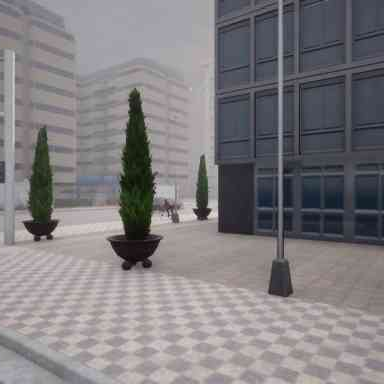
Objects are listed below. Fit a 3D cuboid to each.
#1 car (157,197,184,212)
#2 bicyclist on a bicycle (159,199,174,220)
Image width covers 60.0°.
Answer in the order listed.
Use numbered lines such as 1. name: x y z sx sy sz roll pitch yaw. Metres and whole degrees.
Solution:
1. car: -2.895 1.407 38.841 2.097 1.767 4.553 0 0 35
2. bicyclist on a bicycle: -1.935 1.356 25.837 1.656 1.620 0.582 0 0 35
